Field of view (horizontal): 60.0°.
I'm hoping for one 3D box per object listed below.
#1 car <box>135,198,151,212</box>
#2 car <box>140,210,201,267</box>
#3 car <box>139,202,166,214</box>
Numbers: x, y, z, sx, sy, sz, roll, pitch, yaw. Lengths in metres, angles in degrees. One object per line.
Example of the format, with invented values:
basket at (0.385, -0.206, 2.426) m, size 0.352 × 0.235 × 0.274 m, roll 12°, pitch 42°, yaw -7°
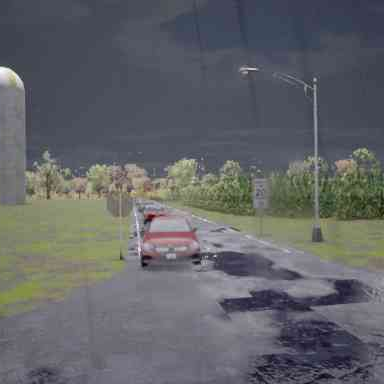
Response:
car at (-5.652, 1.753, 41.068) m, size 1.994 × 1.385 × 4.181 m, roll -1°, pitch 0°, yaw -11°
car at (-0.802, 1.591, 11.887) m, size 1.812 × 1.442 × 4.674 m, roll -1°, pitch 0°, yaw -5°
car at (-2.808, 1.721, 25.453) m, size 1.895 × 1.301 × 4.718 m, roll -1°, pitch 0°, yaw -10°
